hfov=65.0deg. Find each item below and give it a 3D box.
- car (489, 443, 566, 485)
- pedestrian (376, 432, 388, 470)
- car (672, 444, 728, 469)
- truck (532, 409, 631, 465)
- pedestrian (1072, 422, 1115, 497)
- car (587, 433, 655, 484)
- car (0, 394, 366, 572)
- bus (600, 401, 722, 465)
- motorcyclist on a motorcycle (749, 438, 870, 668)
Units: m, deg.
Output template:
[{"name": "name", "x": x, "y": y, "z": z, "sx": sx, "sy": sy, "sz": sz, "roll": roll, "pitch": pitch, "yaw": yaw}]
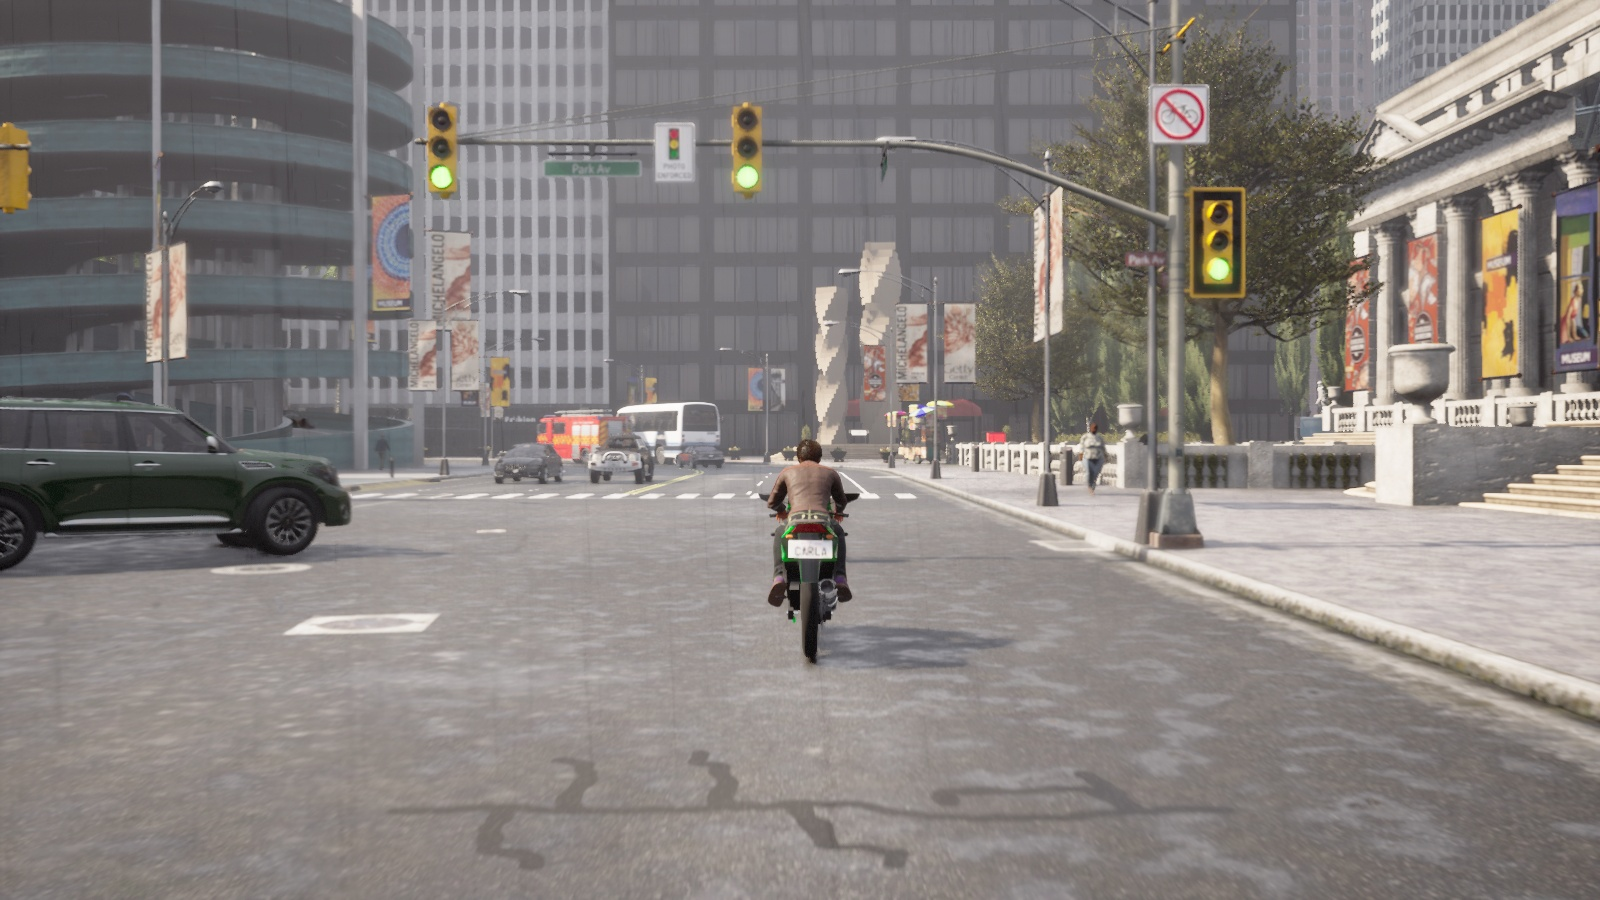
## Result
[{"name": "car", "x": -10.221, "y": 0.477, "z": 47.437, "sx": 1.837, "sy": 1.490, "sz": 4.892, "roll": 0, "pitch": 0, "yaw": 0}, {"name": "pedestrian", "x": -20.492, "y": 0.041, "z": 61.566, "sx": 0.402, "sy": 1.842, "sz": 0.726, "roll": 0, "pitch": 0, "yaw": -4}, {"name": "car", "x": -6.059, "y": 0.365, "z": 75.469, "sx": 2.033, "sy": 1.411, "sz": 5.357, "roll": 0, "pitch": 0, "yaw": -20}, {"name": "truck", "x": -15.761, "y": -0.937, "z": 90.032, "sx": 2.891, "sy": 3.827, "sz": 8.468, "roll": 0, "pitch": 0, "yaw": -43}, {"name": "pedestrian", "x": 7.380, "y": 0.232, "z": 31.565, "sx": 0.874, "sy": 1.855, "sz": 0.900, "roll": 0, "pitch": 0, "yaw": 1}, {"name": "car", "x": -6.720, "y": 0.291, "z": 47.502, "sx": 1.932, "sy": 1.855, "sz": 4.605, "roll": 0, "pitch": 0, "yaw": 0}, {"name": "car", "x": -8.751, "y": 0.366, "z": 16.191, "sx": 5.566, "sy": 2.045, "sz": 2.150, "roll": 0, "pitch": 1, "yaw": -39}, {"name": "bus", "x": -9.967, "y": -1.138, "z": 88.966, "sx": 3.944, "sy": 4.253, "sz": 10.273, "roll": 0, "pitch": 0, "yaw": -37}, {"name": "motorcyclist on a motorcycle", "x": 0.068, "y": 0.676, "z": 9.337, "sx": 0.797, "sy": 1.523, "sz": 2.044, "roll": 0, "pitch": 0, "yaw": 0}]
